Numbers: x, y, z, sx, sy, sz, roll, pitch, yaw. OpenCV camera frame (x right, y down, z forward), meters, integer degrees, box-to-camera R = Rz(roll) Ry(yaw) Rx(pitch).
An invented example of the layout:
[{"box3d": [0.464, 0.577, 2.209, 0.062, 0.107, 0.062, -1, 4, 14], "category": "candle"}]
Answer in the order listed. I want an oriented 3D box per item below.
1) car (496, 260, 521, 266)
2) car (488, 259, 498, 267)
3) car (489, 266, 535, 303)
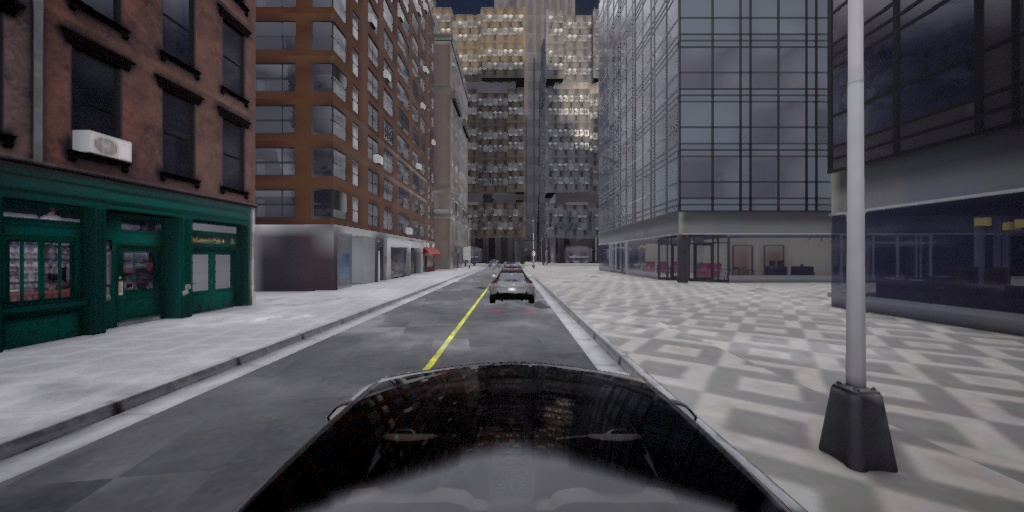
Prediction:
[{"box3d": [0.001, 1.247, 31.500, 2.128, 1.511, 4.902, 0, 0, 0], "category": "car"}, {"box3d": [-2.999, 1.295, 61.500, 2.128, 1.511, 4.902, 0, 0, 0], "category": "car"}, {"box3d": [0.001, 1.322, 16.500, 1.994, 1.385, 4.181, 0, 0, 0], "category": "car"}]
